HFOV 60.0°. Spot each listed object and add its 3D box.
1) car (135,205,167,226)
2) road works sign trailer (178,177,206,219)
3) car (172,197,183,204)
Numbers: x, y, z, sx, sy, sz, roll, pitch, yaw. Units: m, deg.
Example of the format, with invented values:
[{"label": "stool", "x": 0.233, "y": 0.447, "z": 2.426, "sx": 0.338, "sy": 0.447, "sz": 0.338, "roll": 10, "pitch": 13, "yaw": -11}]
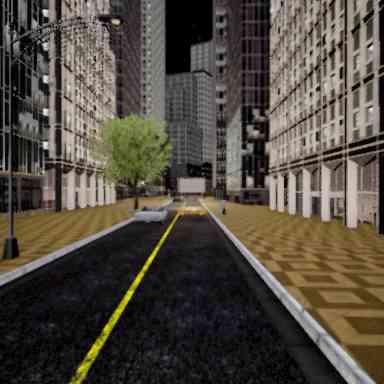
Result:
[{"label": "car", "x": -2.850, "y": 1.599, "z": 23.764, "sx": 1.895, "sy": 1.301, "sz": 4.718, "roll": 0, "pitch": 0, "yaw": 0}, {"label": "road works sign trailer", "x": 0.000, "y": 0.463, "z": 28.761, "sx": 2.380, "sy": 3.560, "sz": 2.880, "roll": 0, "pitch": 0, "yaw": 0}, {"label": "car", "x": -2.776, "y": 1.593, "z": 64.413, "sx": 1.994, "sy": 1.385, "sz": 4.181, "roll": 0, "pitch": 0, "yaw": 1}]
